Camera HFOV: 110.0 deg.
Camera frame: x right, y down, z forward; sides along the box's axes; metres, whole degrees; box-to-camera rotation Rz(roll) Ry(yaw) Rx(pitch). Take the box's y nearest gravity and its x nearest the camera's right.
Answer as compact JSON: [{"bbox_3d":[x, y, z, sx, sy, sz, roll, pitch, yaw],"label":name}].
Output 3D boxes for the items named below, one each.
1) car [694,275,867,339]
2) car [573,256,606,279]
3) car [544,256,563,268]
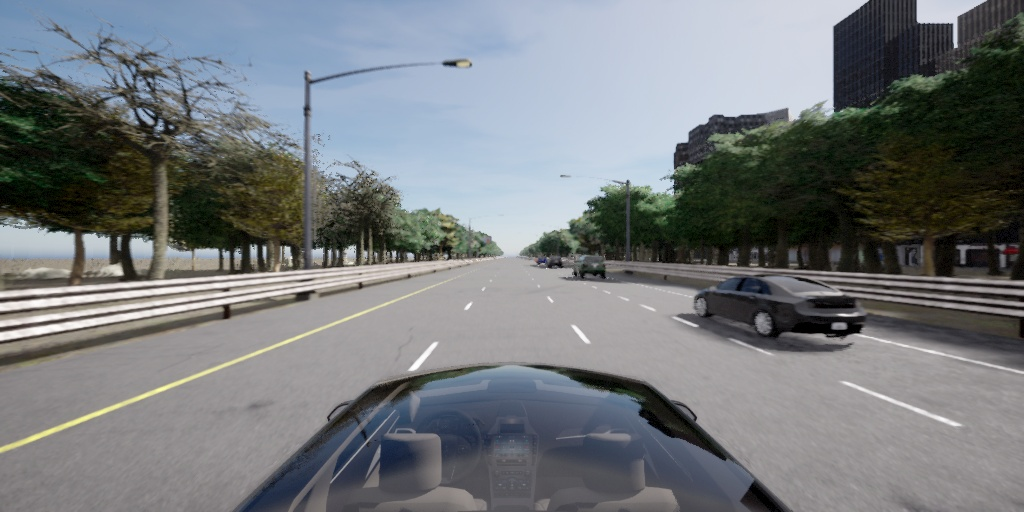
[{"bbox_3d":[7.004,1.265,10.094,1.837,1.490,4.892,0,0,0],"label":"car"},{"bbox_3d":[7.052,0.985,33.047,2.150,2.045,5.566,0,0,0],"label":"car"},{"bbox_3d":[7.137,0.990,60.066,2.150,2.045,5.566,0,0,0],"label":"car"}]
